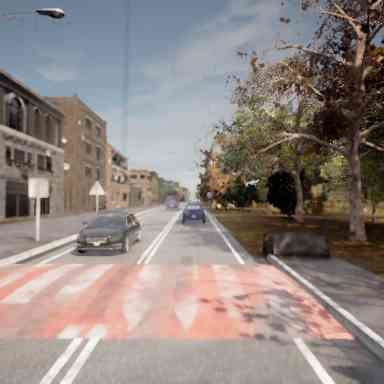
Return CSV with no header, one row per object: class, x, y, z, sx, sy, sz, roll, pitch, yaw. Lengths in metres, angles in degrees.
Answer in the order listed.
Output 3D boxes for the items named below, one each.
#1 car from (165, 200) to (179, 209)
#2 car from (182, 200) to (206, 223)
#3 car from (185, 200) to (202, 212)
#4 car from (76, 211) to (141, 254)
car,-3.153,1.986,53.719,1.812,1.442,4.674,0,-1,1
car,0.144,1.678,27.126,1.812,1.442,4.674,0,0,0
car,0.214,1.817,45.041,2.128,1.511,4.902,0,-1,0
car,-3.319,1.584,14.032,1.837,1.490,4.892,0,0,0
